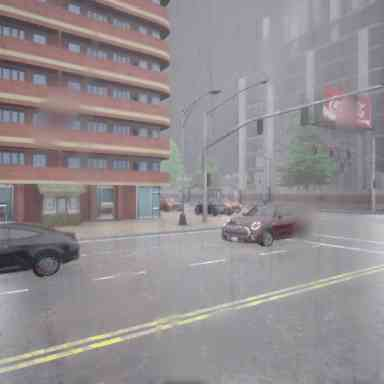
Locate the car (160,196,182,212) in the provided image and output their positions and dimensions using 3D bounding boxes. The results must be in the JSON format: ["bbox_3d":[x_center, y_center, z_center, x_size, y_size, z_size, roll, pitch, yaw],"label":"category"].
[{"bbox_3d":[-2.918,1.353,39.074,2.097,1.767,4.553,0,0,-35],"label":"car"}]

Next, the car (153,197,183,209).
[{"bbox_3d":[-3.379,1.504,45.829,1.837,1.490,4.892,0,0,-35],"label":"car"}]

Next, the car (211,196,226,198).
[{"bbox_3d":[3.341,1.352,36.246,2.097,1.767,4.553,0,0,-35],"label":"car"}]

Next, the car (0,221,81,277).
[{"bbox_3d":[-5.379,1.525,8.753,4.674,1.442,1.812,0,0,-35],"label":"car"}]

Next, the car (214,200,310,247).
[{"bbox_3d":[3.446,1.352,15.186,4.553,1.767,2.097,0,0,-41],"label":"car"}]

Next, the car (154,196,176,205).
[{"bbox_3d":[-4.973,1.526,60.647,1.812,1.442,4.674,0,0,-35],"label":"car"}]

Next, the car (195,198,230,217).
[{"bbox_3d":[2.049,1.564,31.986,1.994,1.385,4.181,0,0,-35],"label":"car"}]
